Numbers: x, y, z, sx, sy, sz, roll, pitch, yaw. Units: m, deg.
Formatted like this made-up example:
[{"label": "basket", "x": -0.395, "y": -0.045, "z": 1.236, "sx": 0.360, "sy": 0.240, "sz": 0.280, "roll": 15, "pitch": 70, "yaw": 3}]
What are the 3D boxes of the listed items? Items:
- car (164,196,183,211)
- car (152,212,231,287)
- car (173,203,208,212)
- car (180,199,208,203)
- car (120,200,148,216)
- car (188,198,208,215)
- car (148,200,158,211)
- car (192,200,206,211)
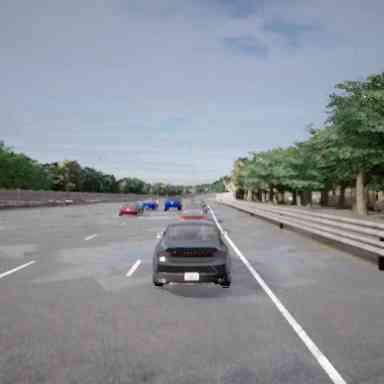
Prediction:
[{"label": "car", "x": -2.527, "y": 1.529, "z": 45.750, "sx": 2.150, "sy": 2.045, "sz": 5.566, "roll": 0, "pitch": 0, "yaw": 2}, {"label": "car", "x": -0.002, "y": 1.543, "z": 9.410, "sx": 1.837, "sy": 1.490, "sz": 4.892, "roll": 0, "pitch": 0, "yaw": 0}, {"label": "car", "x": 0.078, "y": 1.595, "z": 19.736, "sx": 1.812, "sy": 1.442, "sz": 4.674, "roll": 0, "pitch": 0, "yaw": 1}, {"label": "car", "x": 0.239, "y": 1.610, "z": 26.962, "sx": 1.837, "sy": 1.490, "sz": 4.892, "roll": 0, "pitch": -1, "yaw": 2}, {"label": "car", "x": -6.386, "y": 1.776, "z": 35.703, "sx": 1.994, "sy": 1.385, "sz": 4.181, "roll": 0, "pitch": 0, "yaw": 2}, {"label": "car", "x": 0.664, "y": 1.541, "z": 36.944, "sx": 2.097, "sy": 1.767, "sz": 4.553, "roll": 0, "pitch": -1, "yaw": 2}, {"label": "car", "x": -5.971, "y": 1.810, "z": 47.329, "sx": 1.882, "sy": 1.535, "sz": 5.008, "roll": 0, "pitch": 0, "yaw": 2}, {"label": "car", "x": 1.026, "y": 1.840, "z": 47.228, "sx": 1.812, "sy": 1.442, "sz": 4.674, "roll": 0, "pitch": -1, "yaw": 1}]
